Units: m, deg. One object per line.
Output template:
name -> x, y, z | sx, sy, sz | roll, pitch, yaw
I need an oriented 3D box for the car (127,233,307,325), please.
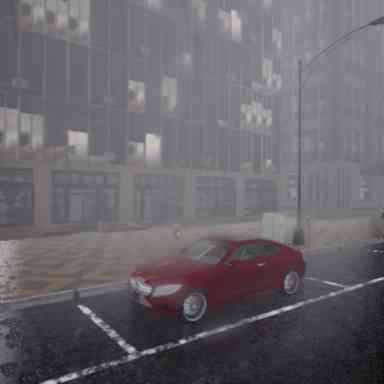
car -> 0.719, 1.581, 7.065 | 4.206, 1.307, 1.802 | 0, 1, -36
